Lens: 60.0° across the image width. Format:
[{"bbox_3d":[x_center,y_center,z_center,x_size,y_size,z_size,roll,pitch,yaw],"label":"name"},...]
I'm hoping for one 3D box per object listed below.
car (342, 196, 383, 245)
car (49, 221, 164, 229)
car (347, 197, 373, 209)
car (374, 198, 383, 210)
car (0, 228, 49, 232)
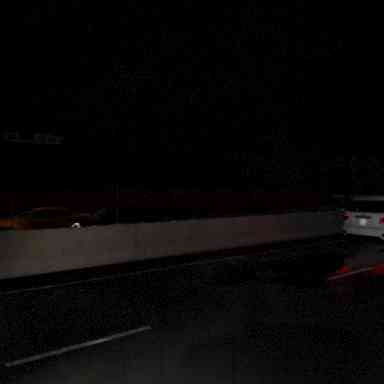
[{"bbox_3d":[8.723,1.195,14.272,5.566,2.045,2.150,0,0,-36],"label":"car"},{"bbox_3d":[-3.432,1.342,14.449,4.553,1.767,2.097,0,0,-36],"label":"car"},{"bbox_3d":[22.946,1.471,45.324,2.033,1.411,5.357,0,0,41],"label":"car"},{"bbox_3d":[25.061,1.470,42.420,2.033,1.411,5.357,0,0,41],"label":"car"},{"bbox_3d":[-7.284,1.471,15.996,5.008,1.535,1.882,0,0,-36],"label":"car"}]
